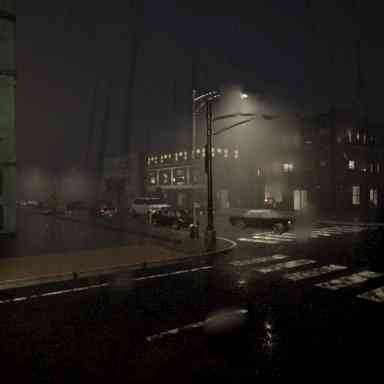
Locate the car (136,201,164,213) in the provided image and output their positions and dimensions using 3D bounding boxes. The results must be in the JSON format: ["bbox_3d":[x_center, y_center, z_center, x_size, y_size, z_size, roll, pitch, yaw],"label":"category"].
[{"bbox_3d":[-5.623,1.966,43.961,1.802,1.307,4.206,-2,0,-36],"label":"car"}]

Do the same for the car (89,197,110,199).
[{"bbox_3d":[-15.379,2.032,53.166,1.882,1.535,5.008,-1,0,-35],"label":"car"}]

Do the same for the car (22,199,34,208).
[{"bbox_3d":[-31.754,2.376,66.104,2.008,1.369,4.403,-1,0,-36],"label":"car"}]

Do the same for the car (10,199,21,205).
[{"bbox_3d":[-44.629,2.598,84.115,1.887,1.381,4.507,-1,0,-36],"label":"car"}]

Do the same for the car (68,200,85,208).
[{"bbox_3d":[-21.440,2.230,61.646,1.994,1.385,4.181,-1,0,-36],"label":"car"}]

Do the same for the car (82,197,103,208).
[{"bbox_3d":[-18.505,1.940,61.972,2.192,1.841,5.009,-1,0,-36],"label":"car"}]

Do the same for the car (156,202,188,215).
[{"bbox_3d":[-2.405,1.904,39.459,1.802,1.307,4.206,-2,0,-36],"label":"car"}]

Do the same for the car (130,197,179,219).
[{"bbox_3d":[-3.937,1.538,31.656,2.150,2.045,5.566,-1,0,-36],"label":"car"}]

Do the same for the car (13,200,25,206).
[{"bbox_3d":[-41.411,2.548,79.613,2.008,1.369,4.403,-1,0,-36],"label":"car"}]

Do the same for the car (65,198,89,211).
[{"bbox_3d":[-17.822,2.132,51.233,2.033,1.411,5.357,-1,0,-35],"label":"car"}]

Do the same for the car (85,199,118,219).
[{"bbox_3d":[-9.224,1.847,34.583,1.967,1.590,4.097,-1,0,-36],"label":"car"}]

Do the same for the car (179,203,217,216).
[{"bbox_3d":[0.813,1.810,34.955,2.008,1.369,4.403,-2,0,-36],"label":"car"}]

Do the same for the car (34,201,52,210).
[{"bbox_3d":[-25.218,2.233,56.959,1.752,1.417,4.829,-1,0,-36],"label":"car"}]

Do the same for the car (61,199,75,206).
[{"bbox_3d":[-28.156,2.364,75.482,1.947,1.339,4.313,-1,0,-36],"label":"car"}]

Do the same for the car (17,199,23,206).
[{"bbox_3d":[-38.194,2.380,75.109,1.967,1.590,4.097,-1,0,-36],"label":"car"}]

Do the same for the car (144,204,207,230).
[{"bbox_3d":[-1.250,1.815,23.224,1.947,1.339,4.313,-2,0,-36],"label":"car"}]

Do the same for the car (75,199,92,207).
[{"bbox_3d":[-21.719,2.228,66.475,1.887,1.381,4.507,-1,0,-36],"label":"car"}]

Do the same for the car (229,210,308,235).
[{"bbox_3d":[4.520,1.745,20.115,1.895,1.301,4.718,-1,-1,-38],"label":"car"}]
